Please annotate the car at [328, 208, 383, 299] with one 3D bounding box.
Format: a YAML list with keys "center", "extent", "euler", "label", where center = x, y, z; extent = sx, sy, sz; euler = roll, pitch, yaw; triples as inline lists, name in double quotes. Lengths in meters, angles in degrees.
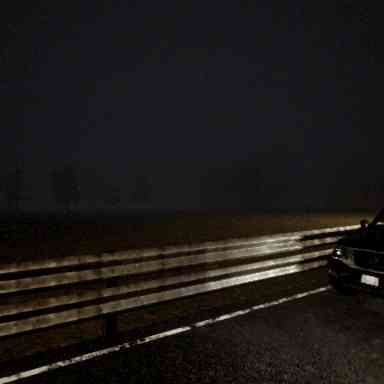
- center: [5.435, 1.224, 7.549]
  extent: [5.566, 2.045, 2.150]
  euler: [0, 0, -35]
  label: "car"
